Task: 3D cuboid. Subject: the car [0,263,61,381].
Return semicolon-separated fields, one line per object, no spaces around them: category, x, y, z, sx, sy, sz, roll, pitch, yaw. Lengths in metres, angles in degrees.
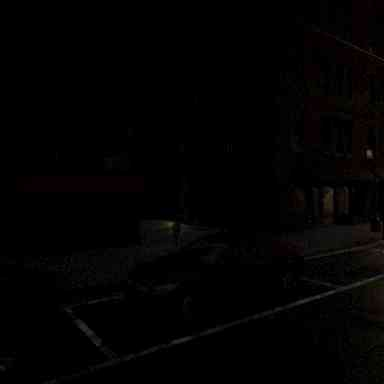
car;-3.800;1.575;3.821;4.313;1.339;1.947;-1;0;-36

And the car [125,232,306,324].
car;0.678;1.548;7.017;4.206;1.307;1.802;-1;0;-36
